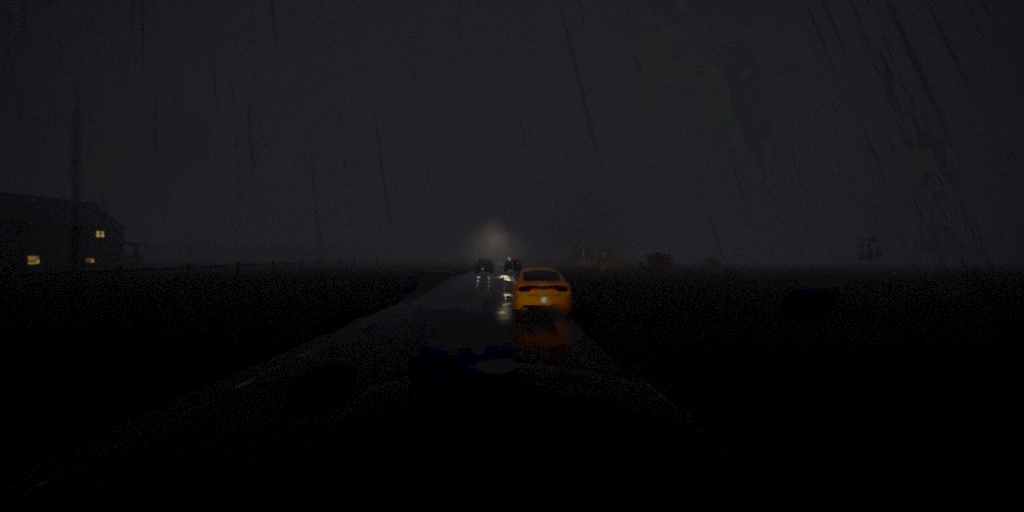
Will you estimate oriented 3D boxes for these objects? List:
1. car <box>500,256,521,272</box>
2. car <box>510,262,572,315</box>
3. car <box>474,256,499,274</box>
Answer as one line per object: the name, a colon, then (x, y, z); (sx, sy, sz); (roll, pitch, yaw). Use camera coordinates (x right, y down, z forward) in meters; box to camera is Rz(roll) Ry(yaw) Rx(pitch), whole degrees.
car: (0.080, 0.987, 40.547); (2.128, 1.511, 4.902); (0, 0, 0)
car: (0.964, 1.152, 13.251); (1.882, 1.535, 5.008); (0, 0, 0)
car: (-2.838, 1.008, 37.324); (2.128, 1.511, 4.902); (0, 0, 0)
